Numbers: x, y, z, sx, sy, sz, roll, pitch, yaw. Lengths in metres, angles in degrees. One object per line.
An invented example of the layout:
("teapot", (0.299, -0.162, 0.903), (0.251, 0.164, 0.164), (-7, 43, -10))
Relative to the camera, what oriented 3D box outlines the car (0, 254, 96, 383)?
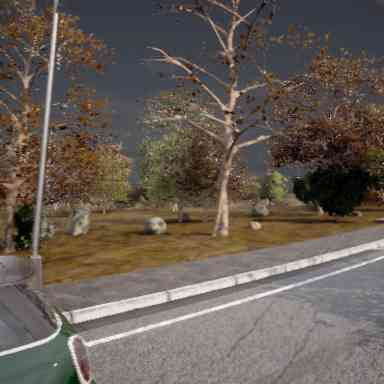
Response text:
("car", (-2.979, 1.362, 2.008), (4.553, 1.767, 2.097), (0, 0, -36))
